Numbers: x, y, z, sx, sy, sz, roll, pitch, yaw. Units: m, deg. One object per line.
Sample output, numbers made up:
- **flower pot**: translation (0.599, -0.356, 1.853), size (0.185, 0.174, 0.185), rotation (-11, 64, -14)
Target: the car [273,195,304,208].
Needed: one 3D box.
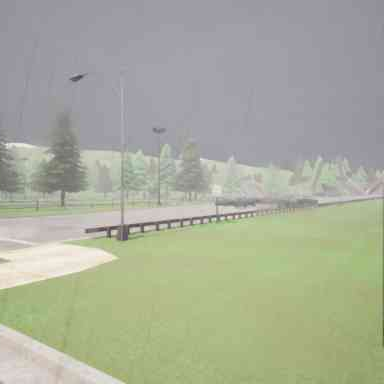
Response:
- **car**: translation (13.319, 1.501, 45.761), size (1.837, 1.490, 4.892), rotation (0, 0, 35)

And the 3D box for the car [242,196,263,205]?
- **car**: translation (11.051, 1.472, 60.919), size (1.882, 1.535, 5.008), rotation (0, 0, 35)

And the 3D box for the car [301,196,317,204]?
- **car**: translation (23.097, 1.522, 65.753), size (1.812, 1.442, 4.674), rotation (0, 0, 35)

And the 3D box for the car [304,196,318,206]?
- **car**: translation (19.181, 1.502, 54.223), size (1.837, 1.490, 4.892), rotation (0, 0, 35)

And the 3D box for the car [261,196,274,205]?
- **car**: translation (13.919, 1.487, 58.913), size (2.128, 1.511, 4.902), rotation (0, 0, 35)

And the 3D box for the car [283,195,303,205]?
- **car**: translation (17.602, 1.348, 57.900), size (2.097, 1.767, 4.553), rotation (0, 0, 35)

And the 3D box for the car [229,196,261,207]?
- **car**: translation (8.087, 1.487, 50.483), size (2.128, 1.511, 4.902), rotation (0, 0, 35)

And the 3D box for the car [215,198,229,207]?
- **car**: translation (5.390, 1.559, 52.719), size (1.994, 1.385, 4.181), rotation (0, 0, 35)
